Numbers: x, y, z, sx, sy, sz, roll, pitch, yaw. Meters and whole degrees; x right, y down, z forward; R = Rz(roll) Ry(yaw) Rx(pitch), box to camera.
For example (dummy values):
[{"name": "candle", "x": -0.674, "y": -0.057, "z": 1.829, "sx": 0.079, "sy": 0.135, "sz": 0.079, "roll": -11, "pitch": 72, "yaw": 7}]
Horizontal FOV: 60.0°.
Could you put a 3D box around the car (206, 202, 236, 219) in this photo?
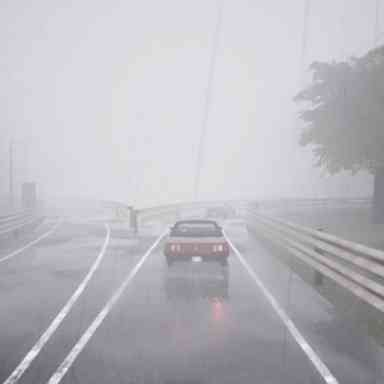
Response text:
[{"name": "car", "x": 2.527, "y": 1.579, "z": 29.081, "sx": 1.812, "sy": 1.442, "sz": 4.674, "roll": -1, "pitch": 0, "yaw": 19}]

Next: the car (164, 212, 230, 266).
[{"name": "car", "x": 0.148, "y": 1.609, "z": 11.600, "sx": 1.895, "sy": 1.301, "sz": 4.718, "roll": 0, "pitch": 0, "yaw": 0}]
